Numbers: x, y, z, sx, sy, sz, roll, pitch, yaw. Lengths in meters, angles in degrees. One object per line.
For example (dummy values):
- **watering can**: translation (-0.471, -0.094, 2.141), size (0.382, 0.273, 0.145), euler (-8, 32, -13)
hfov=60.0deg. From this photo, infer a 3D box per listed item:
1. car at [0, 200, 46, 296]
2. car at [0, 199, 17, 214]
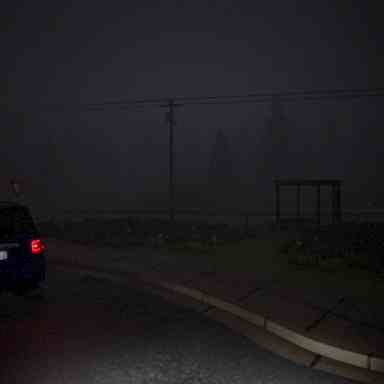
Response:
- **car**: translation (-5.502, 1.219, 7.502), size (5.566, 2.045, 2.150), euler (0, 0, 38)
- **car**: translation (-21.045, 1.467, 34.539), size (5.008, 1.535, 1.882), euler (0, -1, 12)
